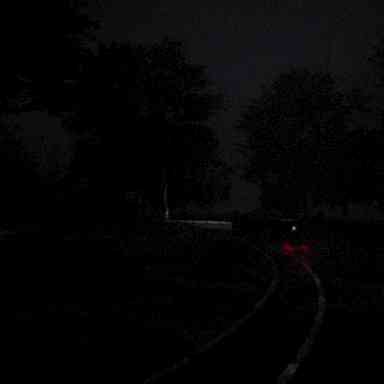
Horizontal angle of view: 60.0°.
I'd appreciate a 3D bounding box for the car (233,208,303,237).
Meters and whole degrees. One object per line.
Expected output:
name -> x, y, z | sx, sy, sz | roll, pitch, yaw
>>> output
car -> 4.284, 1.718, 19.656 | 2.128, 1.511, 4.902 | 0, -1, -26
